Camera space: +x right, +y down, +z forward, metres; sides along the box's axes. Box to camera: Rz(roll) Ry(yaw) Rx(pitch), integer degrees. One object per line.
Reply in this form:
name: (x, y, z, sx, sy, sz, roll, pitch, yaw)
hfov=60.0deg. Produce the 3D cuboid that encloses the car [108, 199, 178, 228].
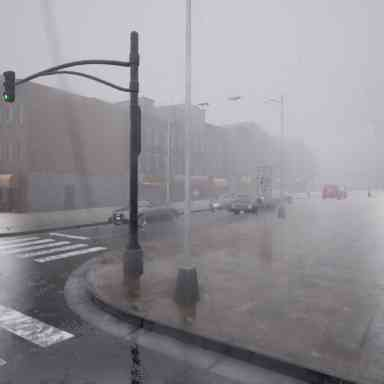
car: (-2.640, 1.127, 18.754, 1.994, 1.385, 4.181, 0, 2, 36)

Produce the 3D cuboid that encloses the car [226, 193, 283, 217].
car: (4.587, 0.967, 23.814, 1.895, 1.301, 4.718, 0, 2, 36)

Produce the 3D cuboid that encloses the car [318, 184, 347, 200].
car: (18.820, -0.004, 43.763, 2.150, 2.045, 5.566, 0, 2, 36)

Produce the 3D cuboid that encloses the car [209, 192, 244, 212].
car: (3.193, 0.794, 26.934, 2.128, 1.511, 4.902, 0, 2, 35)

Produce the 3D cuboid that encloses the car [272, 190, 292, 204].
car: (9.160, 0.572, 35.293, 1.812, 1.442, 4.674, 0, 2, 36)
